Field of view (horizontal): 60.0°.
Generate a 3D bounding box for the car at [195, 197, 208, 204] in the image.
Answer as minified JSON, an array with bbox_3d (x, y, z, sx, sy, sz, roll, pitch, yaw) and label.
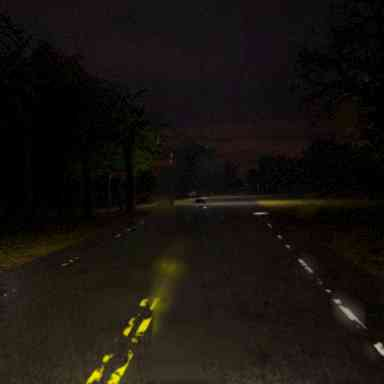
[{"bbox_3d":[1.763,1.538,61.142,1.895,1.301,4.718,-1,0,8],"label":"car"}]
